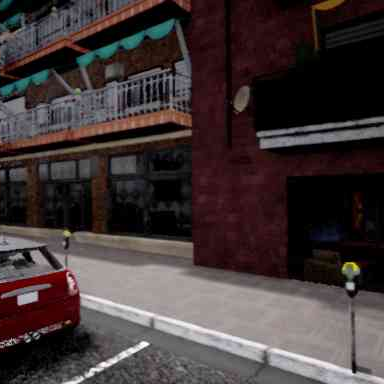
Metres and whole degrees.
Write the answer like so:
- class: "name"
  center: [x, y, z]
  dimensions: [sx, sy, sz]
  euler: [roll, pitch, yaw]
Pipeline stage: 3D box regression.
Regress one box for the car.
- class: "car"
  center: [-3.769, 1.449, 5.577]
  dimensions: [4.097, 1.590, 1.967]
  euler: [0, -1, 36]
